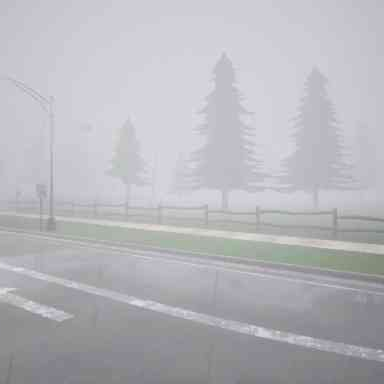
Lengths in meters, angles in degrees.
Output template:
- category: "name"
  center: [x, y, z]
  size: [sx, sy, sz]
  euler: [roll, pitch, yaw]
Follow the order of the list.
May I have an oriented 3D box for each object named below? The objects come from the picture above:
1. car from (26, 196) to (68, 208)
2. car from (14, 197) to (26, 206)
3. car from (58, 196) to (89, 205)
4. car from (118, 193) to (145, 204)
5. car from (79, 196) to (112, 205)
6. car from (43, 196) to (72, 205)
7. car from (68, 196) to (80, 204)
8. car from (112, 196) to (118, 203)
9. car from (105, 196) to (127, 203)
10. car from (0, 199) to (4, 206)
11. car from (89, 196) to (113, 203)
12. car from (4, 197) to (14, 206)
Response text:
- category: "car"
  center: [-20.963, 1.352, 48.305]
  size: [2.097, 1.767, 4.553]
  euler: [0, 0, 35]
- category: "car"
  center: [-23.753, 1.601, 50.415]
  size: [1.895, 1.301, 4.718]
  euler: [0, 0, 35]
- category: "car"
  center: [-21.263, 1.491, 60.010]
  size: [2.128, 1.511, 4.902]
  euler: [0, 0, 35]
- category: "car"
  center: [-10.971, 1.352, 62.470]
  size: [2.097, 1.767, 4.553]
  euler: [0, 0, 35]
- category: "car"
  center: [-15.990, 1.564, 55.375]
  size: [1.994, 1.385, 4.181]
  euler: [0, 0, 35]
- category: "car"
  center: [-24.662, 1.526, 61.224]
  size: [1.812, 1.442, 4.674]
  euler: [0, 0, 35]
- category: "car"
  center: [-18.621, 1.526, 57.694]
  size: [1.812, 1.442, 4.674]
  euler: [0, 0, 35]
- category: "car"
  center: [-12.496, 1.221, 66.330]
  size: [2.150, 2.045, 5.566]
  euler: [0, 0, 35]
- category: "car"
  center: [-15.469, 1.552, 68.126]
  size: [1.994, 1.385, 4.181]
  euler: [0, 0, 35]
- category: "car"
  center: [-29.691, 1.564, 54.141]
  size: [1.994, 1.385, 4.181]
  euler: [0, 0, 34]
- category: "car"
  center: [-18.880, 1.595, 69.358]
  size: [1.895, 1.301, 4.718]
  euler: [0, 0, 35]
- category: "car"
  center: [-26.501, 1.526, 52.590]
  size: [1.812, 1.442, 4.674]
  euler: [0, 0, 35]
